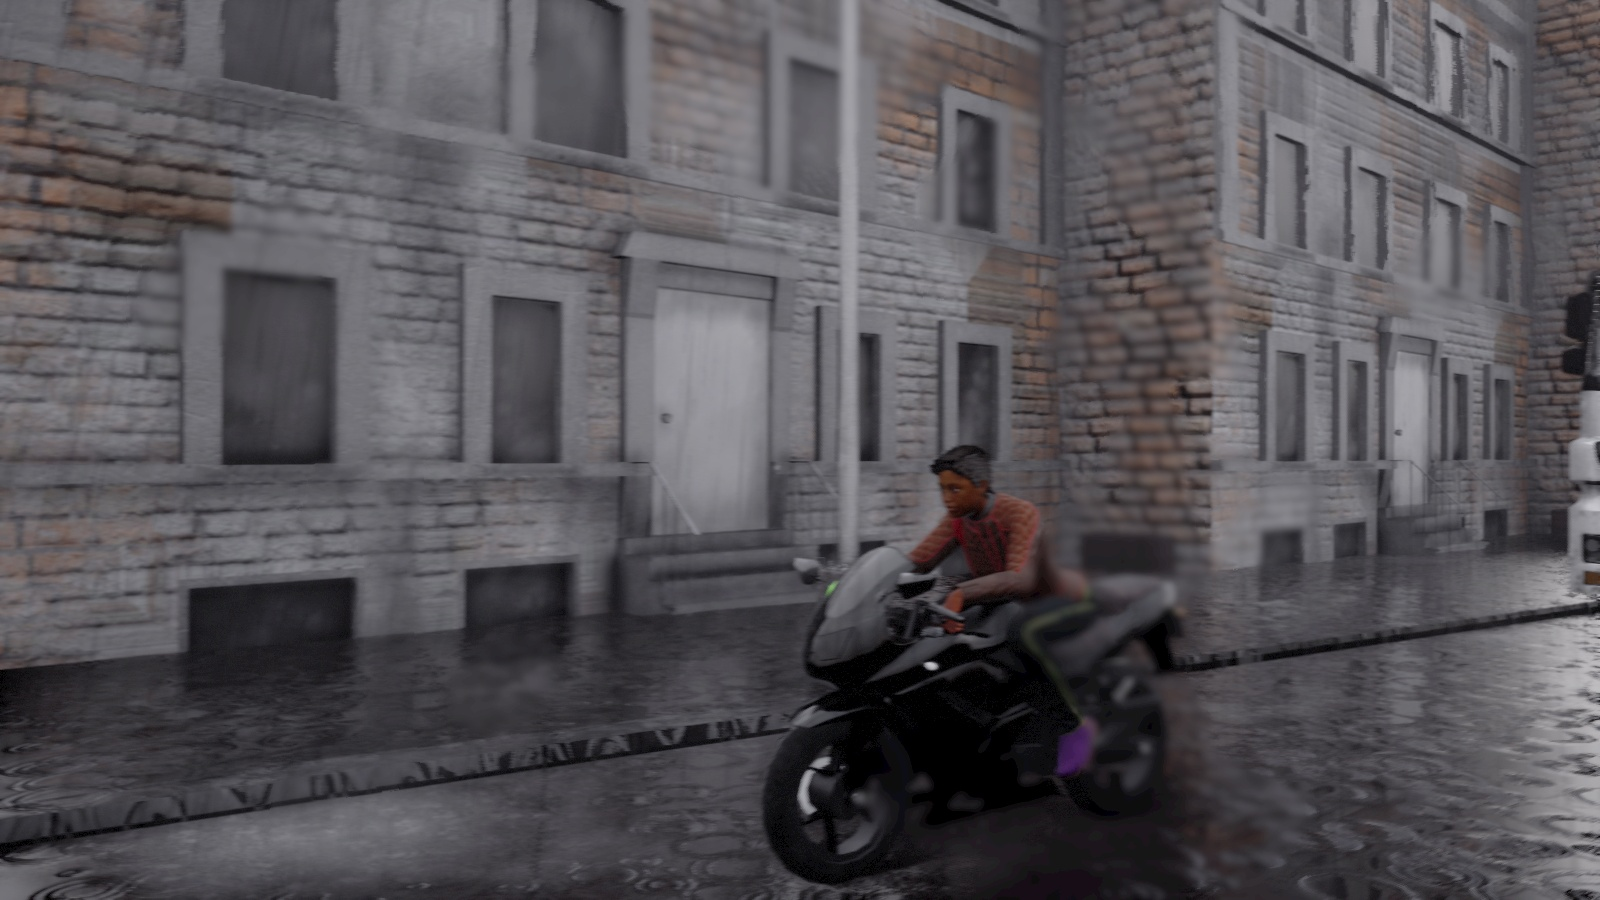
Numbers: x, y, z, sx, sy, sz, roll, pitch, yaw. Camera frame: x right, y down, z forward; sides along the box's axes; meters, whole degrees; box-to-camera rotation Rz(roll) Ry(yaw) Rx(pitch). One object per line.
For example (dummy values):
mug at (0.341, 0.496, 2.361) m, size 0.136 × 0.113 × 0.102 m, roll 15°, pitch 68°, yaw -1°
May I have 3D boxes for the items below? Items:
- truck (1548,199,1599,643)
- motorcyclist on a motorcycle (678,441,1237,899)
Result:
truck at (10.109, -0.231, 11.143) m, size 7.936 × 3.462 × 2.891 m, roll 0°, pitch 0°, yaw -34°
motorcyclist on a motorcycle at (0.641, 0.737, 4.672) m, size 2.044 × 1.523 × 0.797 m, roll 0°, pitch 0°, yaw -34°
